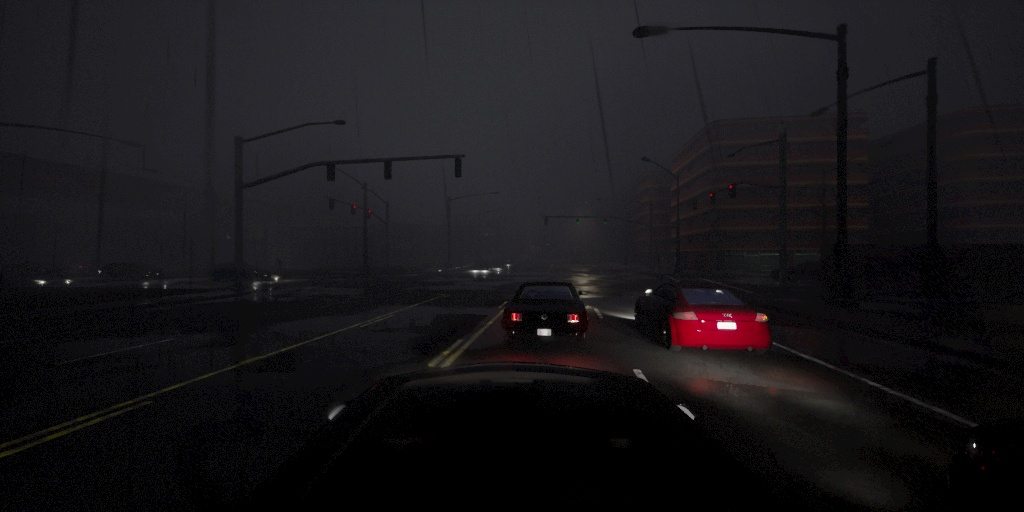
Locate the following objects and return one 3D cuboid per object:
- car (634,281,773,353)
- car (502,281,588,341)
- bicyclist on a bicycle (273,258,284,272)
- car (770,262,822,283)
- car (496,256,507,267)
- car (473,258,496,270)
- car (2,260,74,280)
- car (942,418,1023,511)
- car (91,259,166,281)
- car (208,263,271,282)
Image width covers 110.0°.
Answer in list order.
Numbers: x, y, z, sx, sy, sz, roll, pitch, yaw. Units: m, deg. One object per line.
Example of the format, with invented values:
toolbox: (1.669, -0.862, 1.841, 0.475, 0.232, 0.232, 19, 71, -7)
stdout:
car: (4.398, 1.314, 8.909, 1.994, 1.385, 4.181, 0, 0, 7)
car: (0.994, 1.351, 9.908, 1.895, 1.301, 4.718, 0, 0, 8)
bicyclist on a bicycle: (-26.429, 1.053, 40.569, 0.582, 1.620, 1.656, 0, 0, 7)
car: (22.798, 1.228, 27.588, 5.008, 1.535, 1.882, 0, 0, 7)
car: (-2.546, 1.064, 58.551, 1.895, 1.301, 4.718, 0, 1, 8)
car: (-3.890, 1.176, 48.697, 1.994, 1.385, 4.181, 0, 1, 8)
car: (-41.876, 1.228, 31.492, 5.008, 1.535, 1.882, 0, 0, 11)
car: (3.640, 1.242, 0.196, 2.128, 1.511, 4.902, 0, 0, 1)
car: (-31.969, 1.255, 30.184, 4.892, 1.490, 1.837, 0, 0, 7)
car: (-22.036, 1.276, 29.017, 4.674, 1.442, 1.812, 0, 0, 7)
